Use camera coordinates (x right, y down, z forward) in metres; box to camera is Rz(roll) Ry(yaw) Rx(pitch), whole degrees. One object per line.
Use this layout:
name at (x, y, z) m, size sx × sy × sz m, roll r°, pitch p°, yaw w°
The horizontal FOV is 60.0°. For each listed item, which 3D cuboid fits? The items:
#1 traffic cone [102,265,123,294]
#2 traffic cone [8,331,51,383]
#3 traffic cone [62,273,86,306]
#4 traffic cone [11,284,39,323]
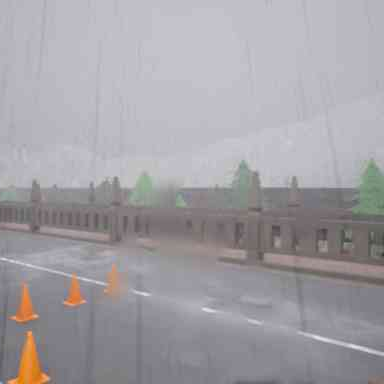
traffic cone at (-1.792, 1.944, 7.535) m, size 0.340 × 0.580 × 0.340 m, roll 0°, pitch 0°, yaw 36°
traffic cone at (-1.917, 1.948, 3.931) m, size 0.340 × 0.580 × 0.340 m, roll 0°, pitch 0°, yaw 36°
traffic cone at (-2.375, 1.943, 6.722) m, size 0.340 × 0.580 × 0.340 m, roll 0°, pitch 0°, yaw 36°
traffic cone at (-2.958, 1.941, 5.910) m, size 0.340 × 0.580 × 0.340 m, roll 0°, pitch 0°, yaw 36°
